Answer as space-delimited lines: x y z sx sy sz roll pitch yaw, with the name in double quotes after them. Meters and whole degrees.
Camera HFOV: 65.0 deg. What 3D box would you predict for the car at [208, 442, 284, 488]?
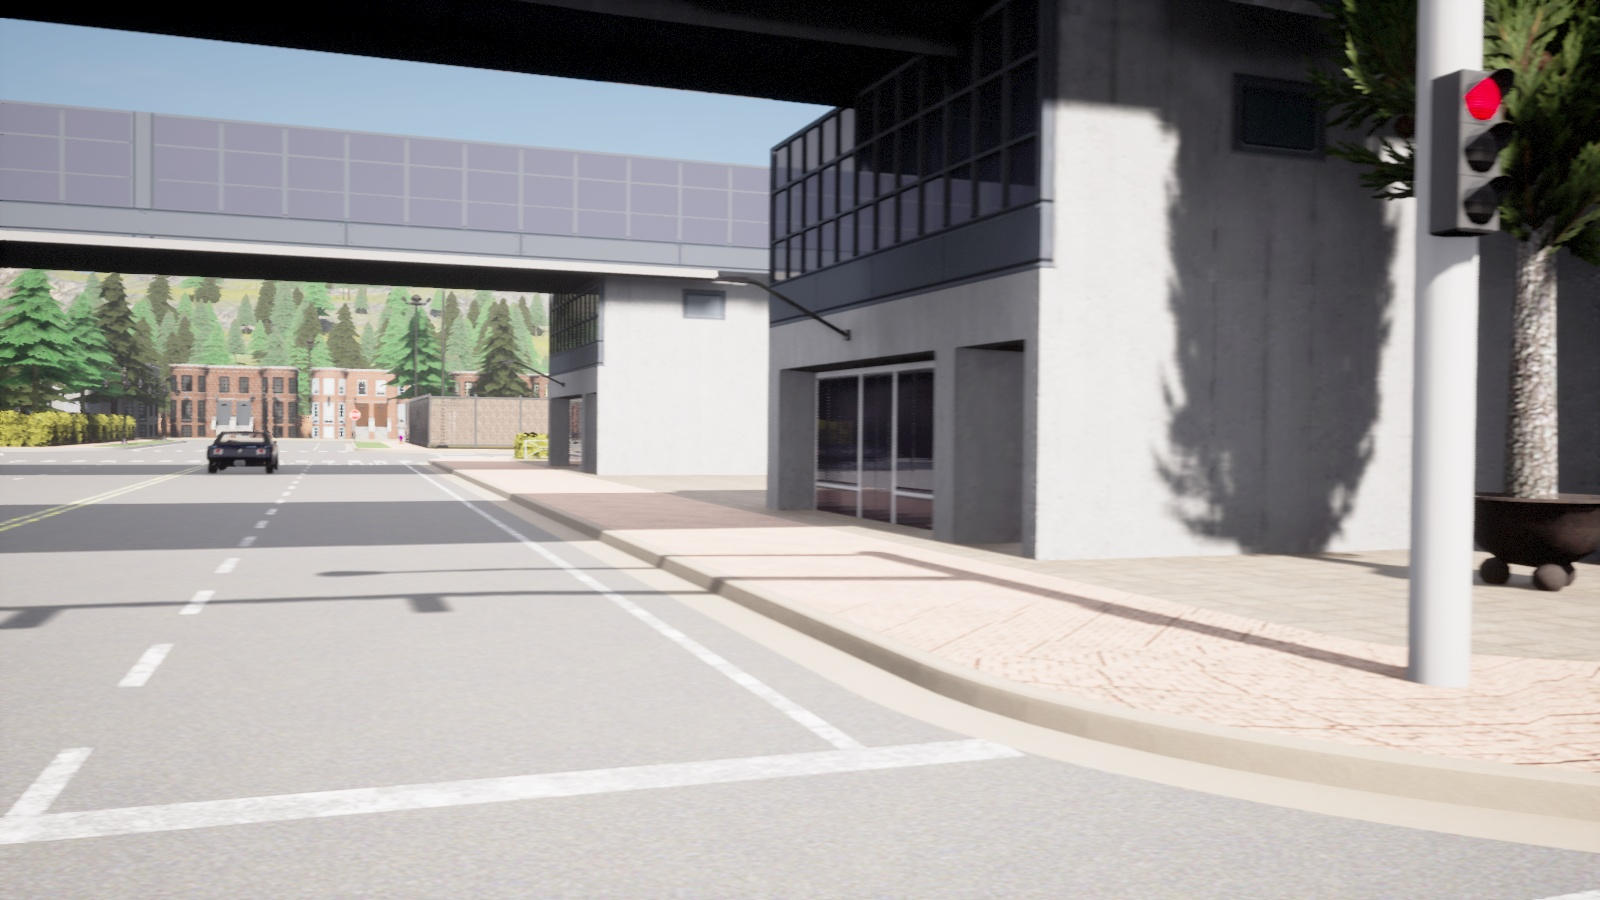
-17.682 0.435 40.236 1.895 1.301 4.718 -1 1 -20 "car"
